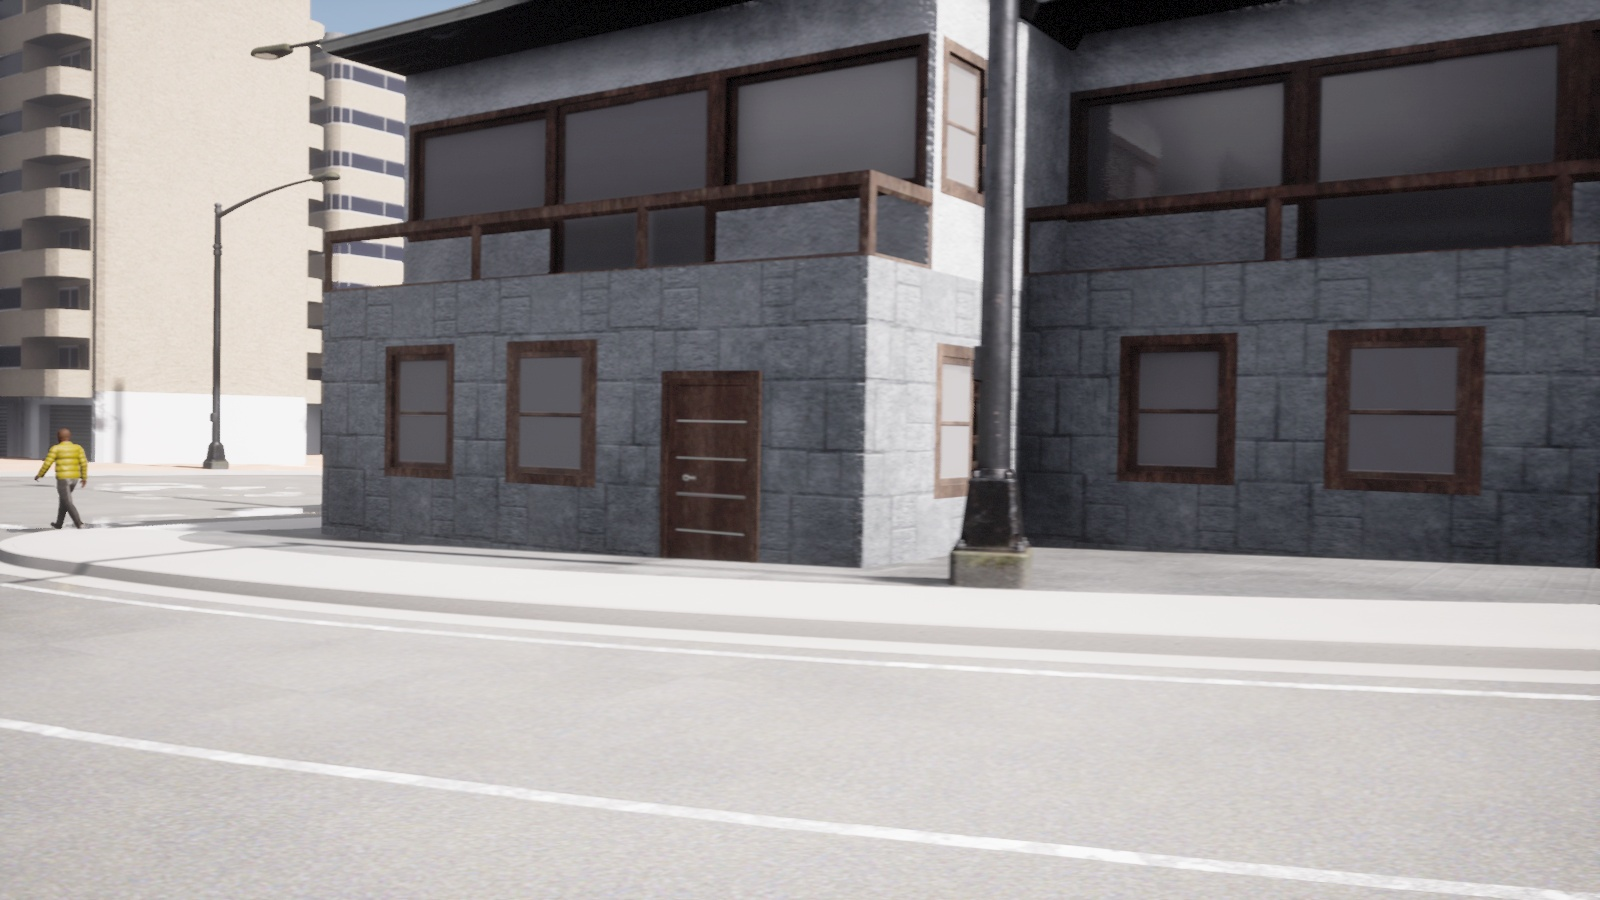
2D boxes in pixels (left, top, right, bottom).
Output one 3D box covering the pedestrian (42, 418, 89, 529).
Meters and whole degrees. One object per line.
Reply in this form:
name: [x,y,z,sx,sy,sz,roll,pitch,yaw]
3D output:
pedestrian: [-12.517,0.391,21.398,0.726,1.835,0.370,2,1,30]
